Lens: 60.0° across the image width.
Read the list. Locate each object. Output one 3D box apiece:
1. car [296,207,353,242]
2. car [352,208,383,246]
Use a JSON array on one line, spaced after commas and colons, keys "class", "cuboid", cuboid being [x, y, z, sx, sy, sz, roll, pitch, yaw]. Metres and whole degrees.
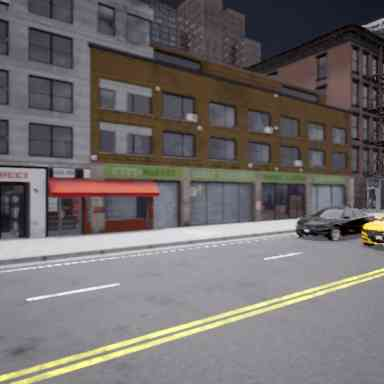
[{"class": "car", "cuboid": [7.370, 1.525, 16.947, 5.008, 1.535, 1.882, 0, 0, -36]}, {"class": "car", "cuboid": [9.259, 1.509, 14.303, 5.008, 1.535, 1.882, 0, 0, -36]}]
